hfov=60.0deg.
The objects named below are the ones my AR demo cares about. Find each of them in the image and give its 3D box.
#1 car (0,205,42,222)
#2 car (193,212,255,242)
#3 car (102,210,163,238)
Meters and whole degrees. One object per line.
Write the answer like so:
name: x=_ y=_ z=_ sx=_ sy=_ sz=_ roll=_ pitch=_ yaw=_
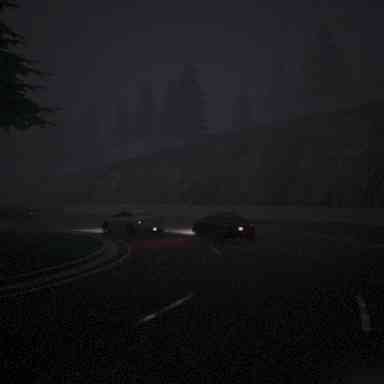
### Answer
car: x=-16.455 y=1.888 z=29.882 sx=5.357 sy=1.411 sz=2.033 roll=0 pitch=-1 yaw=3
car: x=1.607 y=1.772 z=17.880 sx=1.994 sy=1.385 sz=4.181 roll=0 pitch=-1 yaw=-21
car: x=-3.483 y=1.750 z=19.433 sx=1.812 sy=1.442 sz=4.674 roll=2 pitch=-2 yaw=-40
